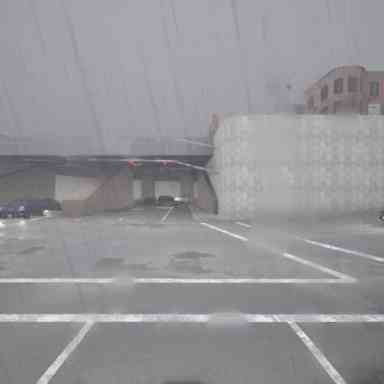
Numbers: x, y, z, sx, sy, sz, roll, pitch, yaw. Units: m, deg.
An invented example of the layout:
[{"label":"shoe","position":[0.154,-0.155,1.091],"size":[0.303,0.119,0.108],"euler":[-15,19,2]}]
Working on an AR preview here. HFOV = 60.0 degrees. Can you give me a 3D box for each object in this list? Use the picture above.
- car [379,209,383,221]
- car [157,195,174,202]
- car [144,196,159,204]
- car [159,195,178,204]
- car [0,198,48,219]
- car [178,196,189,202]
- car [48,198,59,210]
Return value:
[{"label":"car","position":[12.783,0.873,18.231],"size":[4.674,1.442,1.812],"euler":[-7,0,-1]},{"label":"car","position":[-5.967,1.500,75.436],"size":[1.837,1.490,4.892],"euler":[0,0,24]},{"label":"car","position":[-8.112,1.547,65.004],"size":[2.033,1.411,5.357],"euler":[0,0,4]},{"label":"car","position":[-4.591,1.491,65.168],"size":[2.128,1.511,4.902],"euler":[0,0,4]},{"label":"car","position":[-14.703,1.352,28.929],"size":[2.097,1.767,4.553],"euler":[0,0,-2]},{"label":"car","position":[-2.287,1.524,75.182],"size":[1.812,1.442,4.674],"euler":[0,0,28]},{"label":"car","position":[-18.606,1.526,42.746],"size":[1.812,1.442,4.674],"euler":[0,0,-2]}]
